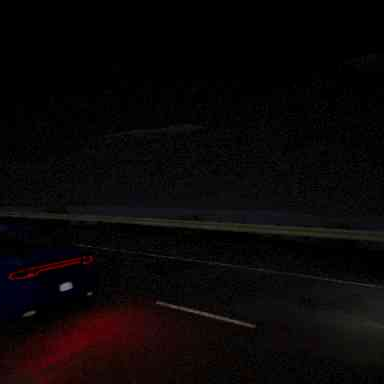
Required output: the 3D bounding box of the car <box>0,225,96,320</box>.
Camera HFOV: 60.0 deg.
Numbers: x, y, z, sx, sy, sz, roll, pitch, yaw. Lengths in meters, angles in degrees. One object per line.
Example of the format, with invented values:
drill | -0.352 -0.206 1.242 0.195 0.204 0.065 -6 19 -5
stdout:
car | -4.179 1.426 6.901 5.008 1.535 1.882 0 0 33
